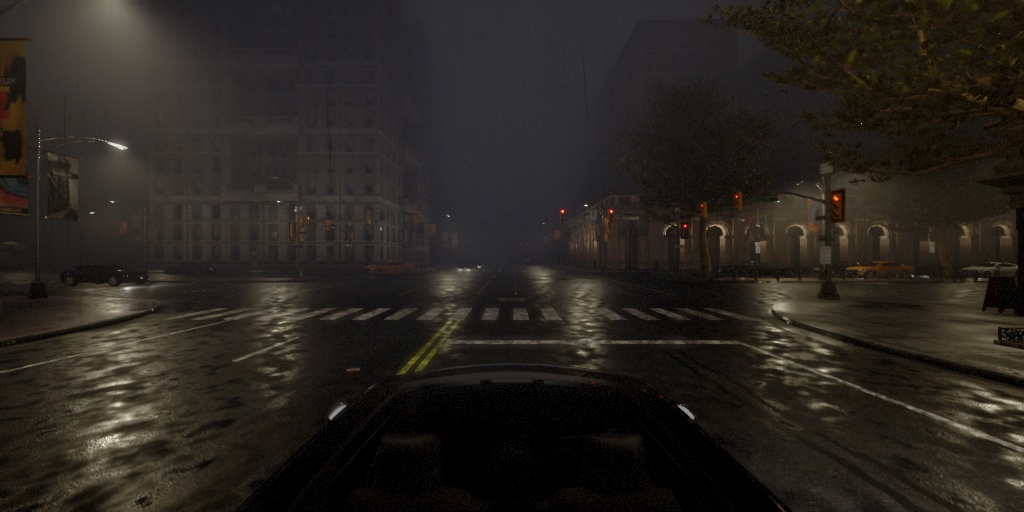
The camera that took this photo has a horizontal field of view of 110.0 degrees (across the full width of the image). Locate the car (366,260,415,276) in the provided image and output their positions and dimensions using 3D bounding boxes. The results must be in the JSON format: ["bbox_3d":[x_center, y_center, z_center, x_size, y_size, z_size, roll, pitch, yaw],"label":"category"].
[{"bbox_3d":[-12.789,1.228,37.868,5.008,1.535,1.882,0,1,-37],"label":"car"}]

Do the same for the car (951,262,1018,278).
[{"bbox_3d":[43.279,1.276,32.316,4.674,1.442,1.812,0,0,1],"label":"car"}]

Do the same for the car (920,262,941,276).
[{"bbox_3d":[42.935,1.314,35.816,4.181,1.385,1.994,0,0,0],"label":"car"}]

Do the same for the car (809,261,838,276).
[{"bbox_3d":[32.886,1.241,35.872,4.902,1.511,2.128,0,0,0],"label":"car"}]

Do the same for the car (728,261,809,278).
[{"bbox_3d":[23.088,1.297,32.412,5.357,1.411,2.033,0,0,0],"label":"car"}]

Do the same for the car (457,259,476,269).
[{"bbox_3d":[-7.172,1.314,55.239,1.994,1.385,4.181,0,0,0],"label":"car"}]

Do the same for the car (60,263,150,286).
[{"bbox_3d":[-27.647,1.255,24.430,4.892,1.490,1.837,0,0,0],"label":"car"}]

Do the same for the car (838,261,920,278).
[{"bbox_3d":[33.053,1.228,32.368,5.008,1.535,1.882,0,0,0],"label":"car"}]

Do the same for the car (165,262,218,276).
[{"bbox_3d":[-32.263,1.314,36.141,4.181,1.385,1.994,0,0,0],"label":"car"}]

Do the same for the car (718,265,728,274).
[{"bbox_3d":[23.289,1.241,35.911,4.902,1.511,2.128,0,0,0],"label":"car"}]
